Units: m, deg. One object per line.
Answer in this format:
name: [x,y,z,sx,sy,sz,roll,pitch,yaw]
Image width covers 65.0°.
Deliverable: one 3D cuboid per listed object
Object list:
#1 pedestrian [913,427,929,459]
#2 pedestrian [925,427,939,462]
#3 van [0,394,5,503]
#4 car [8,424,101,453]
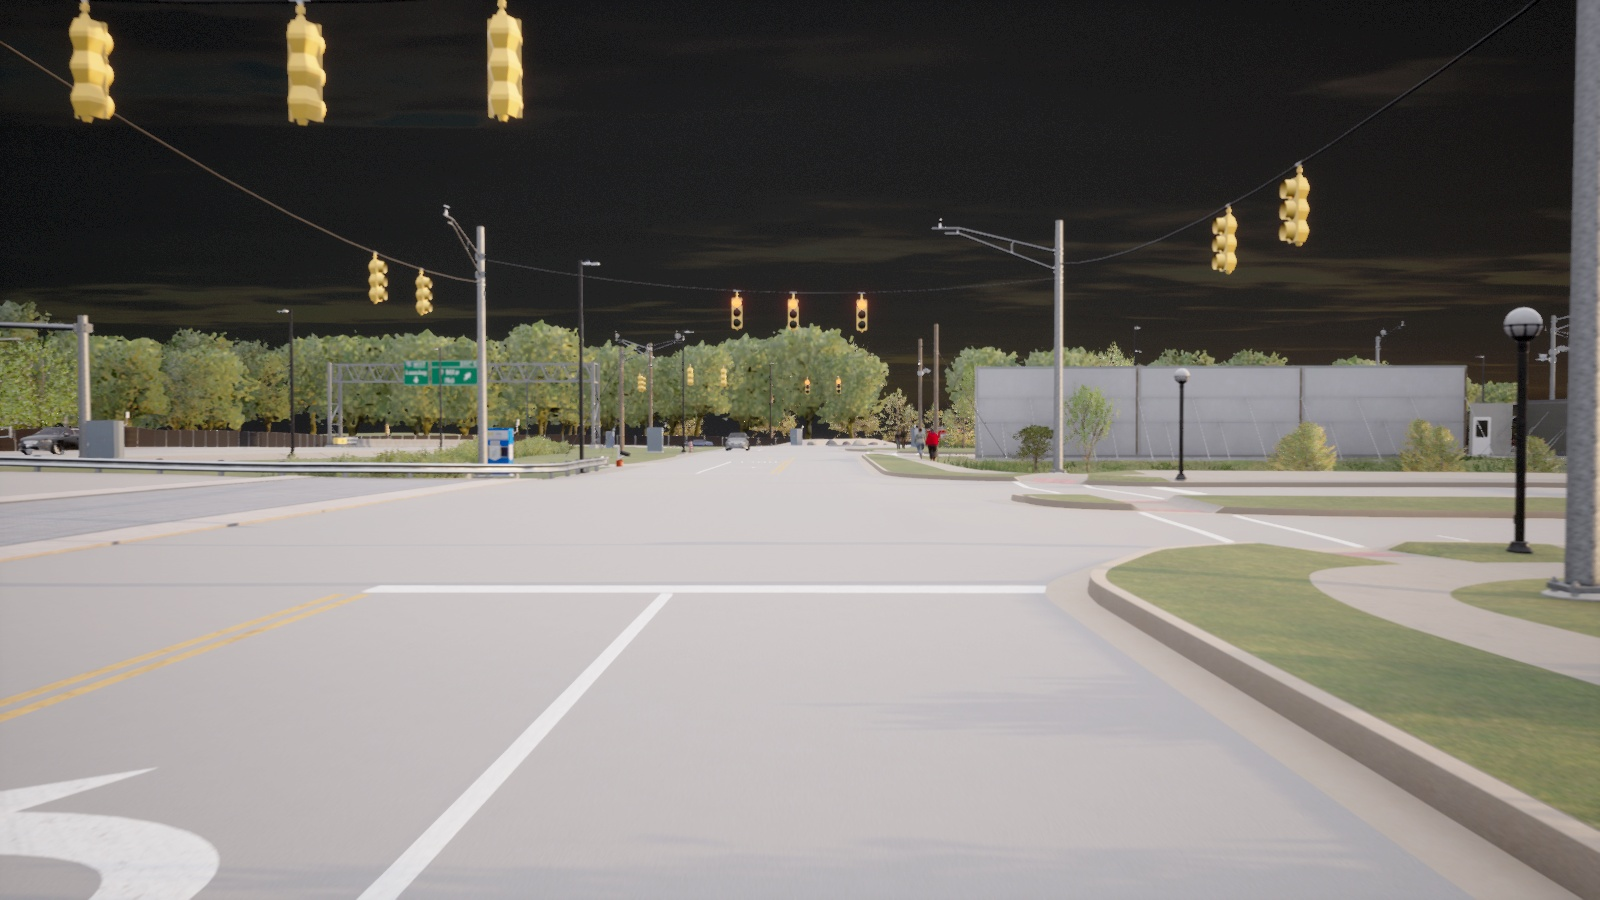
pedestrian: [7.032,-0.395,72.990,0.874,1.855,0.900,0,2,1]
pedestrian: [7.123,-0.310,67.630,0.634,1.844,0.899,0,2,0]
van: [-17.198,-0.022,22.660,4.480,2.038,2.069,0,0,4]
car: [-40.526,-0.604,68.408,2.128,1.511,4.902,0,0,1]
